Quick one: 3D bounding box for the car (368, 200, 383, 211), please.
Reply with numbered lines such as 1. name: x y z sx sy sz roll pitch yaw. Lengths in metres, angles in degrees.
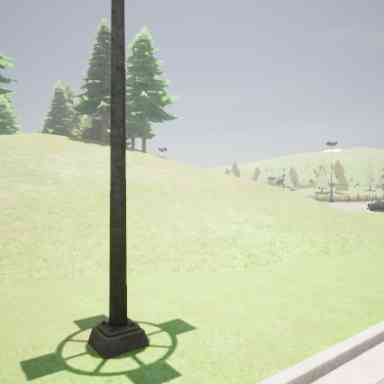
1. car: 21.471 1.537 36.777 1.994 1.385 4.181 0 0 -8
